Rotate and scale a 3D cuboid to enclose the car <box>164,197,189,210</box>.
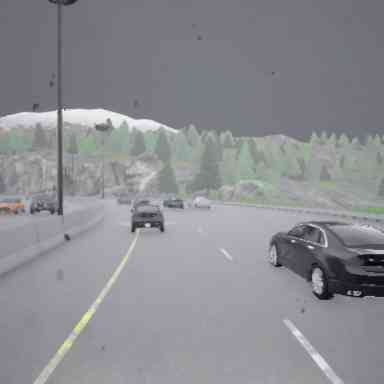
[{"bbox_3d":[-2.452,1.408,42.491,2.128,1.511,4.902,0,0,-17],"label":"car"}]

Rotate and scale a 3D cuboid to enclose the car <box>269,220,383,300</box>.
[{"bbox_3d":[3.420,1.469,8.344,1.837,1.490,4.892,1,0,-4],"label":"car"}]

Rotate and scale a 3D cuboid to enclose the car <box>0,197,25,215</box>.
[{"bbox_3d":[-18.705,1.370,34.164,2.097,1.767,4.553,0,0,-15],"label":"car"}]

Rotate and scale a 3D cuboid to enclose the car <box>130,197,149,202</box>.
[{"bbox_3d":[-6.451,1.441,42.866,1.837,1.490,4.892,0,0,-17],"label":"car"}]

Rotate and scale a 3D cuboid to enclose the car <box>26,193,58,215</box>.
[{"bbox_3d":[-15.127,1.224,34.395,2.150,2.045,5.566,0,0,-14],"label":"car"}]

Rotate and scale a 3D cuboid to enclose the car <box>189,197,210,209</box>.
[{"bbox_3d":[0.928,1.423,43.382,1.812,1.442,4.674,0,0,-17],"label":"car"}]

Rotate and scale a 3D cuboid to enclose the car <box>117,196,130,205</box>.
[{"bbox_3d":[-11.689,1.477,57.601,2.033,1.411,5.357,0,0,-23],"label":"car"}]

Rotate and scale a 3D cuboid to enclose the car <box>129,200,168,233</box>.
[{"bbox_3d":[-2.617,1.474,19.699,1.837,1.490,4.892,0,0,-8],"label":"car"}]

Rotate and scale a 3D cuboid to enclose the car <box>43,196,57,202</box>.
[{"bbox_3d":[-31.318,1.509,73.077,2.033,1.411,5.357,0,0,-31],"label":"car"}]
